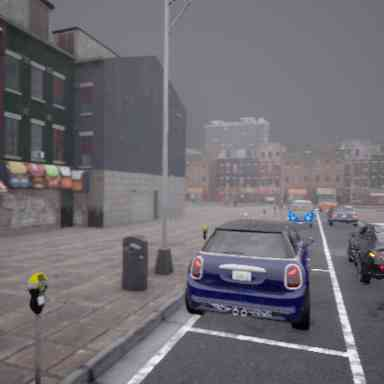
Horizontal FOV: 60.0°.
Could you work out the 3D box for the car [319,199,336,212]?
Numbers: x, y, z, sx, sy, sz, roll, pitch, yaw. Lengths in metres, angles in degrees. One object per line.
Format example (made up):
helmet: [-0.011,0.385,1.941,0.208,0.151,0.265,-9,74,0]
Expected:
car: [17.285,1.618,42.134,2.097,1.767,4.553,1,0,19]

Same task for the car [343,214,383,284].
car: [5.526,1.599,9.309,1.812,1.442,4.674,1,0,20]

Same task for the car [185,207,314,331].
car: [1.525,1.372,7.329,2.097,1.767,4.553,1,0,20]

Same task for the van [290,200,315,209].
van: [7.603,1.454,23.078,1.690,1.788,3.998,0,0,20]

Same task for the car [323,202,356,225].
car: [11.153,1.709,24.819,2.033,1.411,5.357,1,0,20]
